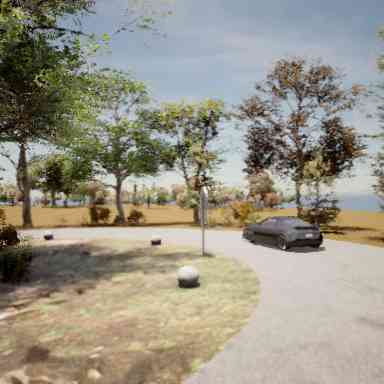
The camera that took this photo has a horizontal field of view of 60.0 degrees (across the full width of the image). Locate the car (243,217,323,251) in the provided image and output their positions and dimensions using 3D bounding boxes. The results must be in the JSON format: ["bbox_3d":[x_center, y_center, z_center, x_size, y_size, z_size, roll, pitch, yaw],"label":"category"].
[{"bbox_3d":[4.178,1.860,15.872,1.994,1.385,4.181,0,-1,-22],"label":"car"}]
